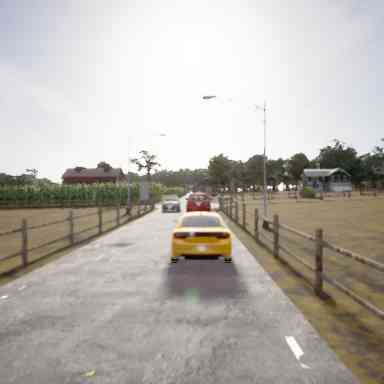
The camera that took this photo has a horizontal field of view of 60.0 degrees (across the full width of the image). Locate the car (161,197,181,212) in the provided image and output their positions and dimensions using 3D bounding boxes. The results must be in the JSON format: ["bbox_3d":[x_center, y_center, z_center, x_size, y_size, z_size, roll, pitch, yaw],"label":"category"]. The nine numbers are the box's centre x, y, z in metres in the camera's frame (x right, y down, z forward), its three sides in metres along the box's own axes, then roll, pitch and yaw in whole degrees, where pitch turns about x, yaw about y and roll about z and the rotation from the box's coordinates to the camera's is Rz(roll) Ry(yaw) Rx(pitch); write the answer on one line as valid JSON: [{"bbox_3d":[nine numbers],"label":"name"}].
[{"bbox_3d":[-2.196,1.332,36.130,2.128,1.511,4.902,0,0,1],"label":"car"}]

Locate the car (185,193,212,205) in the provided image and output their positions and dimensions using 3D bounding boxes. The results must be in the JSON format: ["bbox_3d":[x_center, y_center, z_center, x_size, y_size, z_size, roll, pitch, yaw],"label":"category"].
[{"bbox_3d":[0.583,1.093,29.848,2.150,2.045,5.566,0,0,1],"label":"car"}]

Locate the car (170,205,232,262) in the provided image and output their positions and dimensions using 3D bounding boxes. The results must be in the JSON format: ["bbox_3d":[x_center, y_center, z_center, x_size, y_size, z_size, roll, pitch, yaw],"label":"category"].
[{"bbox_3d":[0.311,1.436,11.917,1.882,1.535,5.008,0,0,1],"label":"car"}]
